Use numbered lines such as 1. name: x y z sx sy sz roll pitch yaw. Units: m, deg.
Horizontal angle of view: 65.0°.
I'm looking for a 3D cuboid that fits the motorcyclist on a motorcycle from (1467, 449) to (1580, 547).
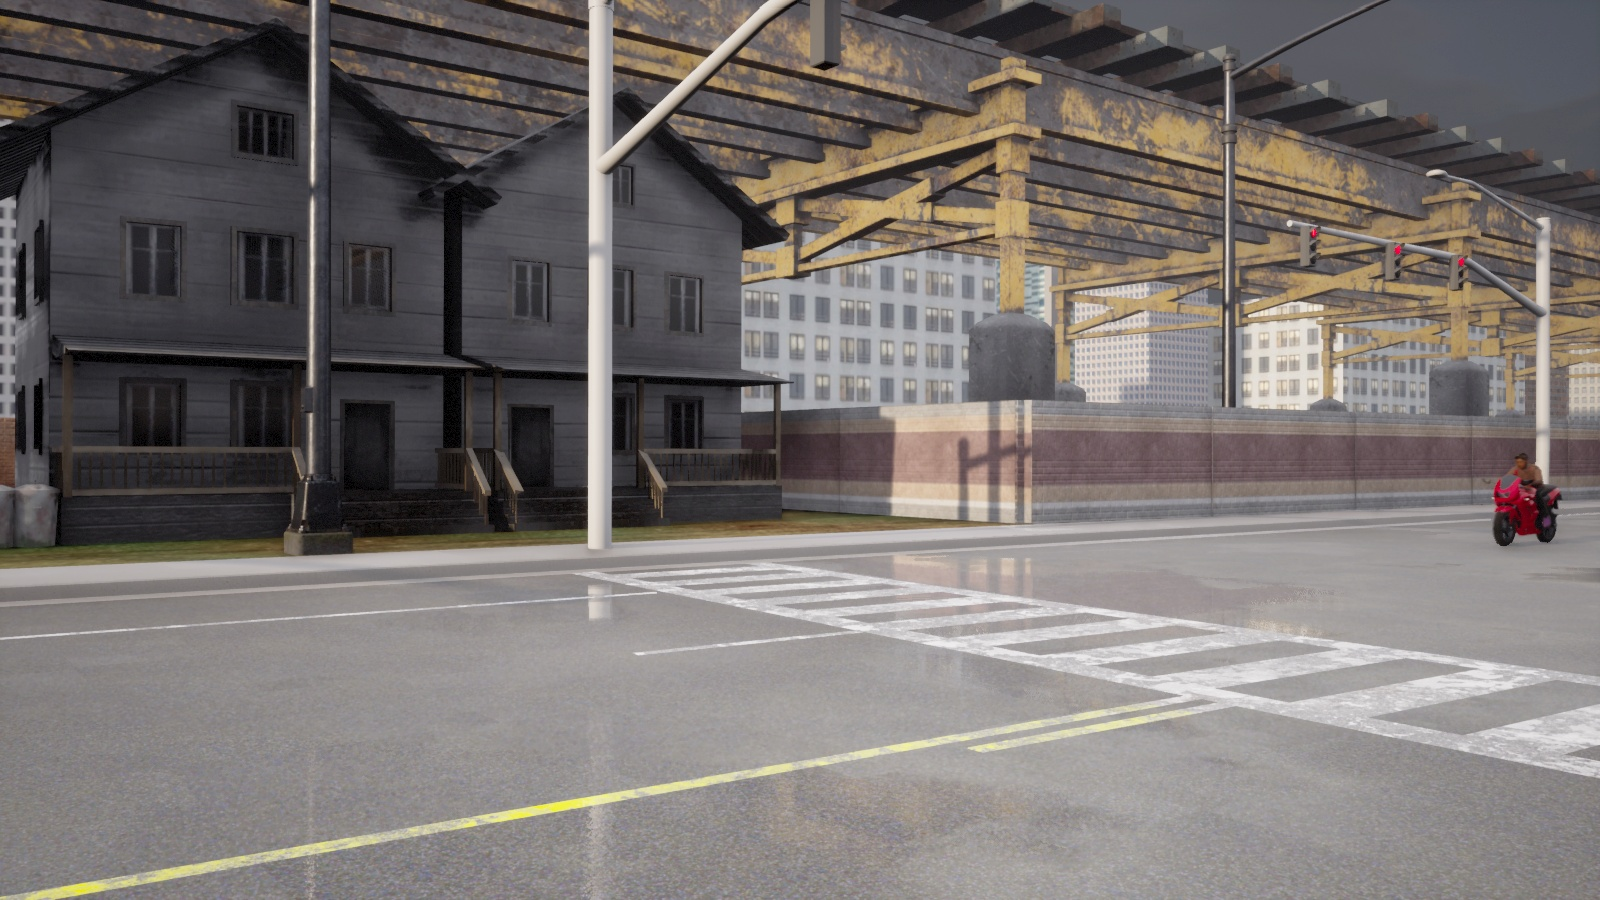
1. motorcyclist on a motorcycle: 11.841 0.752 20.533 2.044 1.523 0.797 0 0 -35
